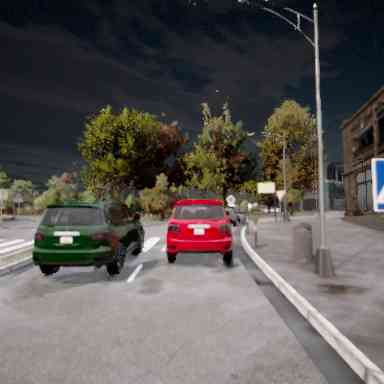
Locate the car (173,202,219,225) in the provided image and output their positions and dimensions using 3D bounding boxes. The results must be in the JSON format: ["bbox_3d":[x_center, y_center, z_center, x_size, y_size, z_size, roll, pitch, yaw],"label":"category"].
[{"bbox_3d":[0.429,1.760,27.440,2.097,1.767,4.553,-2,-4,25],"label":"car"}]

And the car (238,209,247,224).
[{"bbox_3d":[2.833,1.807,24.964,1.994,1.385,4.181,-2,-3,22],"label":"car"}]

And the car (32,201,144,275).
[{"bbox_3d":[-3.030,1.304,10.889,2.150,2.045,5.566,0,-1,1],"label":"car"}]

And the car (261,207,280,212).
[{"bbox_3d":[19.034,4.377,80.635,4.674,1.442,1.812,-3,-6,37],"label":"car"}]

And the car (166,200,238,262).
[{"bbox_3d":[0.291,1.309,12.686,2.150,2.045,5.566,0,-1,2],"label":"car"}]
